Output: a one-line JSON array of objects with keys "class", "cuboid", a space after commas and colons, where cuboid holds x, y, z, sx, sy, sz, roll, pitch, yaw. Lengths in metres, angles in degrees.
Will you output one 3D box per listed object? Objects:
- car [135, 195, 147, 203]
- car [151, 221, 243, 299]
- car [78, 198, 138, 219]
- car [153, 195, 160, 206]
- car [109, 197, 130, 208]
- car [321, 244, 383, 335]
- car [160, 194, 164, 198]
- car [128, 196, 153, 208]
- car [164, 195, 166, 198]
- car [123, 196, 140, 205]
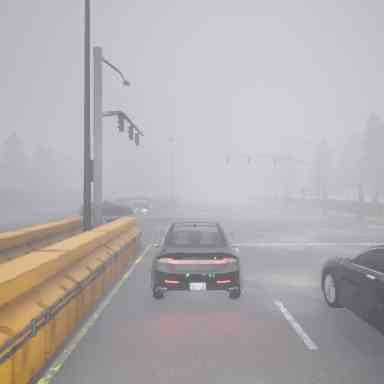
[{"class": "car", "cuboid": [-10.575, 1.478, 69.111, 1.882, 1.535, 5.008, 0, 0, 0]}, {"class": "car", "cuboid": [0.075, 1.492, 8.440, 2.128, 1.511, 4.902, 0, 0, -1]}, {"class": "car", "cuboid": [-7.533, 1.526, 29.213, 4.674, 1.442, 1.812, 0, 0, -28]}, {"class": "car", "cuboid": [-7.149, 1.547, 56.022, 2.033, 1.411, 5.357, 0, 0, 0]}, {"class": "car", "cuboid": [-10.651, 1.547, 49.236, 2.033, 1.411, 5.357, 0, 0, 0]}, {"class": "car", "cuboid": [3.596, 1.505, 5.027, 1.837, 1.490, 4.892, 0, 0, 0]}, {"class": "car", "cuboid": [-7.108, 1.526, 65.836, 1.812, 1.442, 4.674, 0, 0, 0]}, {"class": "car", "cuboid": [-7.149, 1.352, 46.548, 2.097, 1.767, 4.553, 0, 0, 0]}, {"class": "car", "cuboid": [-7.083, 1.355, 75.811, 2.097, 1.767, 4.553, 0, 0, 0]}, {"class": "car", "cuboid": [-10.641, 1.491, 59.022, 2.128, 1.511, 4.902, 0, 0, 0]}]
